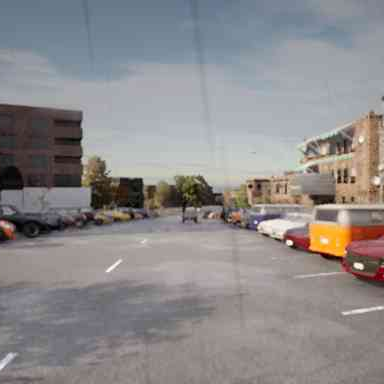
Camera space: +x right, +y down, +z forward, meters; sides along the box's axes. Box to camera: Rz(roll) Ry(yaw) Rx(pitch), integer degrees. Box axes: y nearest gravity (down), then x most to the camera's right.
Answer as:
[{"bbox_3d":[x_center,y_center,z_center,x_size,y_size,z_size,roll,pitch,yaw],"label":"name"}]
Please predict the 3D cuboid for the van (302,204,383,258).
[{"bbox_3d":[6.495,1.436,11.939,4.442,1.987,1.878,1,-2,-20],"label":"van"}]

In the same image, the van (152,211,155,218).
[{"bbox_3d":[-12.247,5.595,82.806,4.442,1.987,1.878,1,-4,-20],"label":"van"}]

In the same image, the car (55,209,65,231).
[{"bbox_3d":[-11.530,2.145,22.983,4.792,1.488,2.163,0,-2,-20],"label":"car"}]

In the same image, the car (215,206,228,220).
[{"bbox_3d":[6.152,2.744,41.221,5.566,2.045,2.435,2,-4,-21],"label":"car"}]

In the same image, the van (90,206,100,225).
[{"bbox_3d":[-11.480,2.314,32.024,4.442,1.987,1.878,0,-3,-20],"label":"van"}]

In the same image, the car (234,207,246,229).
[{"bbox_3d":[6.288,2.244,26.542,5.008,1.535,2.097,2,-3,-20],"label":"car"}]

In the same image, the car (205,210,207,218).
[{"bbox_3d":[5.738,4.493,64.616,4.892,1.521,2.231,2,-5,-21],"label":"car"}]

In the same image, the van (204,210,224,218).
[{"bbox_3d":[5.475,5.492,82.242,4.442,1.987,1.878,2,-5,-21],"label":"van"}]

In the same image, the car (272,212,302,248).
[{"bbox_3d":[6.340,1.783,14.808,4.792,1.488,2.163,2,-2,-20],"label":"car"}]

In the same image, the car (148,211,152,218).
[{"bbox_3d":[-12.166,4.733,70.835,5.566,2.045,2.435,1,-4,-20],"label":"car"}]

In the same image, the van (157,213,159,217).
[{"bbox_3d":[-11.991,6.016,88.884,4.442,1.987,1.878,1,-5,-19],"label":"van"}]

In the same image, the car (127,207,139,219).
[{"bbox_3d":[-11.889,3.497,52.880,5.566,2.045,2.435,1,-4,-21],"label":"car"}]

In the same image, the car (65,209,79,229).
[{"bbox_3d":[-11.523,2.291,25.985,4.674,1.452,2.002,0,-2,-20],"label":"car"}]

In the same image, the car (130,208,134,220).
[{"bbox_3d":[-11.989,3.552,49.824,5.366,1.575,1.946,1,-4,-21],"label":"car"}]

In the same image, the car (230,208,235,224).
[{"bbox_3d":[6.228,2.411,29.455,4.792,1.488,2.163,2,-3,-20],"label":"car"}]

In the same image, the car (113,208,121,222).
[{"bbox_3d":[-11.661,3.051,40.943,4.792,1.488,2.163,0,-4,-21],"label":"car"}]

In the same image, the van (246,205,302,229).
[{"bbox_3d":[6.417,1.890,23.663,4.442,1.987,1.878,2,-3,-20],"label":"van"}]

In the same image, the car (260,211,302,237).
[{"bbox_3d":[6.353,1.906,17.740,4.674,1.452,2.002,2,-2,-20],"label":"car"}]

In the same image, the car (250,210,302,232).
[{"bbox_3d":[6.333,2.026,20.677,4.674,1.452,2.002,2,-2,-20],"label":"car"}]

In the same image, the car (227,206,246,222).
[{"bbox_3d":[6.196,2.399,32.403,4.553,1.767,2.185,2,-3,-20],"label":"car"}]

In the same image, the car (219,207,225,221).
[{"bbox_3d":[6.154,2.831,38.265,4.892,1.521,2.231,2,-4,-21],"label":"car"}]

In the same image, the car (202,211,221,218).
[{"bbox_3d":[5.186,5.995,88.061,4.553,1.767,2.185,2,-5,-21],"label":"car"}]

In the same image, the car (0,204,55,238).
[{"bbox_3d":[-11.463,1.737,20.035,5.566,2.045,2.435,0,-3,-20],"label":"car"}]

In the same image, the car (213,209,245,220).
[{"bbox_3d":[5.925,3.574,52.908,4.553,1.767,2.185,2,-4,-21],"label":"car"}]

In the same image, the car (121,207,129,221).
[{"bbox_3d":[-11.556,3.190,43.984,5.366,1.575,1.946,0,-4,-21],"label":"car"}]

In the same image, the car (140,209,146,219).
[{"bbox_3d":[-11.843,4.355,61.906,5.366,1.575,1.946,1,-5,-21],"label":"car"}]

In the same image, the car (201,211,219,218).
[{"bbox_3d":[5.031,6.404,93.945,4.553,1.767,2.185,2,-5,-21],"label":"car"}]

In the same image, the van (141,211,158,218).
[{"bbox_3d":[-12.164,6.431,94.783,4.442,1.987,1.878,0,-4,-19],"label":"van"}]

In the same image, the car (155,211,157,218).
[{"bbox_3d":[-12.089,5.906,85.847,4.553,1.767,2.185,1,-4,-20],"label":"car"}]

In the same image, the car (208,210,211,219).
[{"bbox_3d":[5.826,3.962,58.760,4.553,1.767,2.185,2,-4,-21],"label":"car"}]

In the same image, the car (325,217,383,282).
[{"bbox_3d":[6.403,1.584,8.962,5.008,1.535,2.097,1,-2,-20],"label":"car"}]

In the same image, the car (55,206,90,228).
[{"bbox_3d":[-11.526,2.267,28.990,4.553,1.767,2.185,0,-3,-20],"label":"car"}]

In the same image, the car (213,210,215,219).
[{"bbox_3d":[6.049,3.335,47.050,5.008,1.535,2.097,2,-4,-21],"label":"car"}]

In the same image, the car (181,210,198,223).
[{"bbox_3d":[-0.301,3.050,41.754,2.128,1.511,4.902,0,-3,-1],"label":"car"}]

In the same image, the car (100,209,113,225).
[{"bbox_3d":[-11.445,2.693,35.025,5.366,1.575,1.946,0,-3,-21],"label":"car"}]

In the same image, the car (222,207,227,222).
[{"bbox_3d":[6.188,2.677,35.331,4.892,1.521,2.231,2,-3,-21],"label":"car"}]

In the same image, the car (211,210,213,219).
[{"bbox_3d":[5.993,3.513,49.975,5.008,1.535,2.097,2,-4,-21],"label":"car"}]

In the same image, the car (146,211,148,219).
[{"bbox_3d":[-12.097,4.314,64.831,5.566,2.045,2.435,1,-4,-21],"label":"car"}]

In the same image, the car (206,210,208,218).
[{"bbox_3d":[5.795,4.289,61.686,5.008,1.535,2.097,2,-5,-21],"label":"car"}]

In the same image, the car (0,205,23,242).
[{"bbox_3d":[-11.493,1.739,17.012,4.553,1.767,2.185,0,-2,-20],"label":"car"}]

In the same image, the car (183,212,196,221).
[{"bbox_3d":[-0.446,3.768,51.823,1.895,1.301,4.718,0,-4,-1],"label":"car"}]
